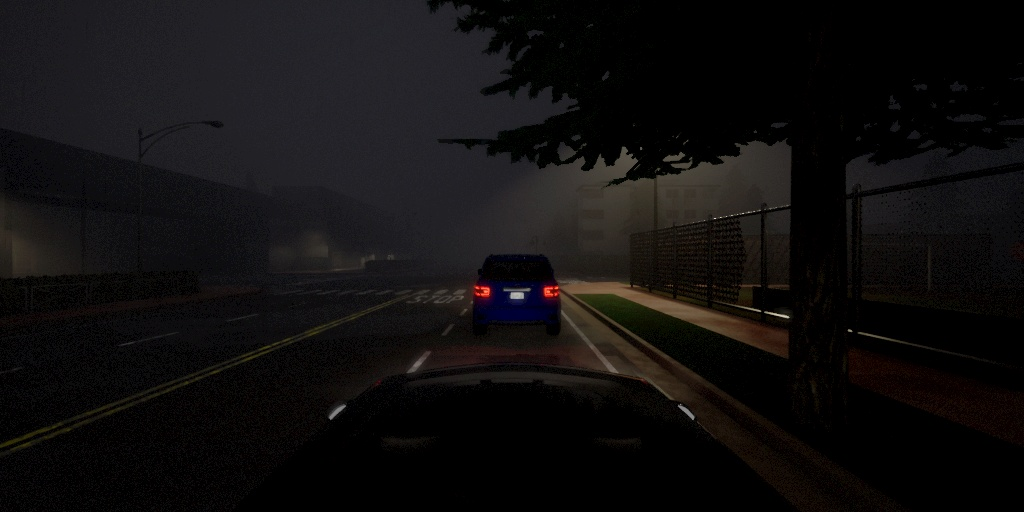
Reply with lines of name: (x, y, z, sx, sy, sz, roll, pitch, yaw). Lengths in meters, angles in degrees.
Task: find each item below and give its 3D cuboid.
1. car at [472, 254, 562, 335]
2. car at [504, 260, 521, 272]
car: (0.123, 0.970, 10.622, 2.150, 2.045, 5.566, 0, 0, 0)
car: (0.061, 1.234, 46.445, 2.128, 1.511, 4.902, 0, 0, -1)
